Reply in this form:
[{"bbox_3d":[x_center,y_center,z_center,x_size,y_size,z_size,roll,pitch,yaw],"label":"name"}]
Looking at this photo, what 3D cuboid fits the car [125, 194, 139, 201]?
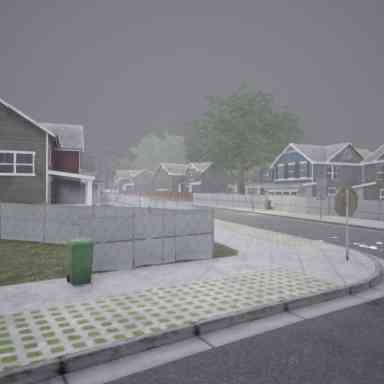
[{"bbox_3d":[-9.386,0.987,52.771,2.033,1.411,5.357,0,1,-29],"label":"car"}]
